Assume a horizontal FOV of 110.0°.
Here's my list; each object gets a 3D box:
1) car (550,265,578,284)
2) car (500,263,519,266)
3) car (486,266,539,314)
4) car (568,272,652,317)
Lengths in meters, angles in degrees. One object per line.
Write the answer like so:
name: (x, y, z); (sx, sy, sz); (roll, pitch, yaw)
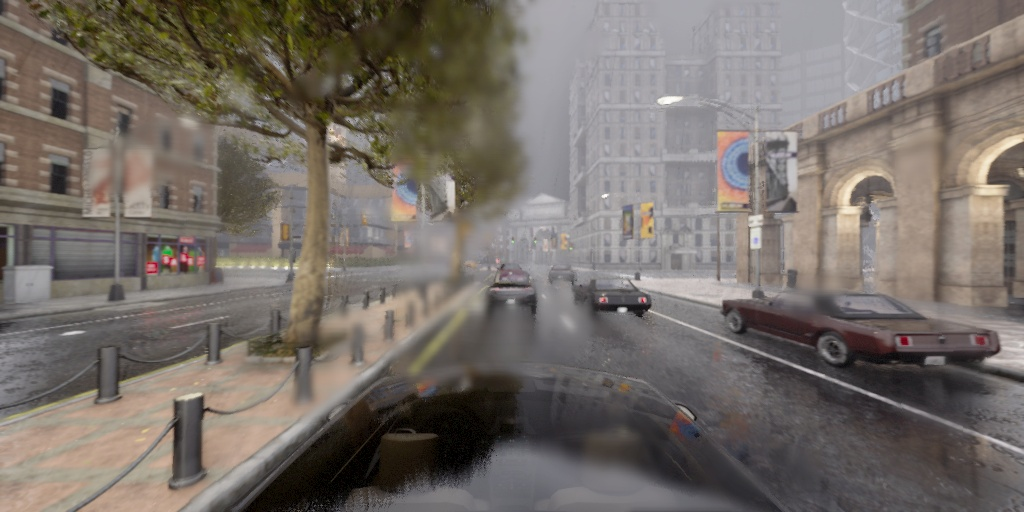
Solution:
car: (4.294, 1.463, 29.115); (2.128, 1.511, 4.902); (0, 0, 14)
car: (-0.260, 1.322, 29.125); (2.097, 1.767, 4.553); (0, -1, -5)
car: (0.037, 1.343, 14.228); (2.128, 1.511, 4.902); (0, 0, 1)
car: (3.531, 1.447, 13.612); (1.895, 1.301, 4.718); (0, 0, 0)
